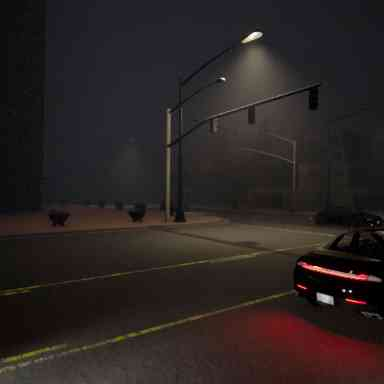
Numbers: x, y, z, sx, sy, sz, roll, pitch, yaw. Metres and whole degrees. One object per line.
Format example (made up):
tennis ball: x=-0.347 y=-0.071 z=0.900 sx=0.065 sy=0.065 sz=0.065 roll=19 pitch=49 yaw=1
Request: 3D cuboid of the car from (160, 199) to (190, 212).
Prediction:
car: x=-2.149 y=1.602 z=39.557 sx=1.812 sy=1.442 sz=4.674 roll=1 pitch=0 yaw=-35

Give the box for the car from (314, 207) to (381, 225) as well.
car: x=10.228 y=1.664 z=21.933 sx=1.994 sy=1.385 sz=4.181 roll=1 pitch=0 yaw=-35

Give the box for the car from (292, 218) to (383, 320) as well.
car: x=4.117 y=1.503 z=6.739 sx=4.902 sy=1.511 sz=2.128 roll=0 pitch=0 yaw=-35
